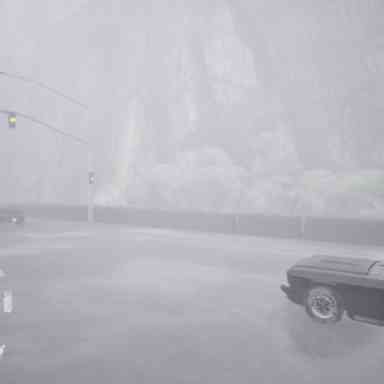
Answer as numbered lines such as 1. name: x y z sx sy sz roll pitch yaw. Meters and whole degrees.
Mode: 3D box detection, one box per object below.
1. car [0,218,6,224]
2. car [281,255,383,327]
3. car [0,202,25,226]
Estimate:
1. car: -7.381 1.477 9.260 4.892 1.490 1.837 0 0 36
2. car: 3.975 1.601 5.456 4.718 1.301 1.895 0 0 36
3. car: -12.833 1.428 21.762 4.892 1.490 1.837 1 0 36
